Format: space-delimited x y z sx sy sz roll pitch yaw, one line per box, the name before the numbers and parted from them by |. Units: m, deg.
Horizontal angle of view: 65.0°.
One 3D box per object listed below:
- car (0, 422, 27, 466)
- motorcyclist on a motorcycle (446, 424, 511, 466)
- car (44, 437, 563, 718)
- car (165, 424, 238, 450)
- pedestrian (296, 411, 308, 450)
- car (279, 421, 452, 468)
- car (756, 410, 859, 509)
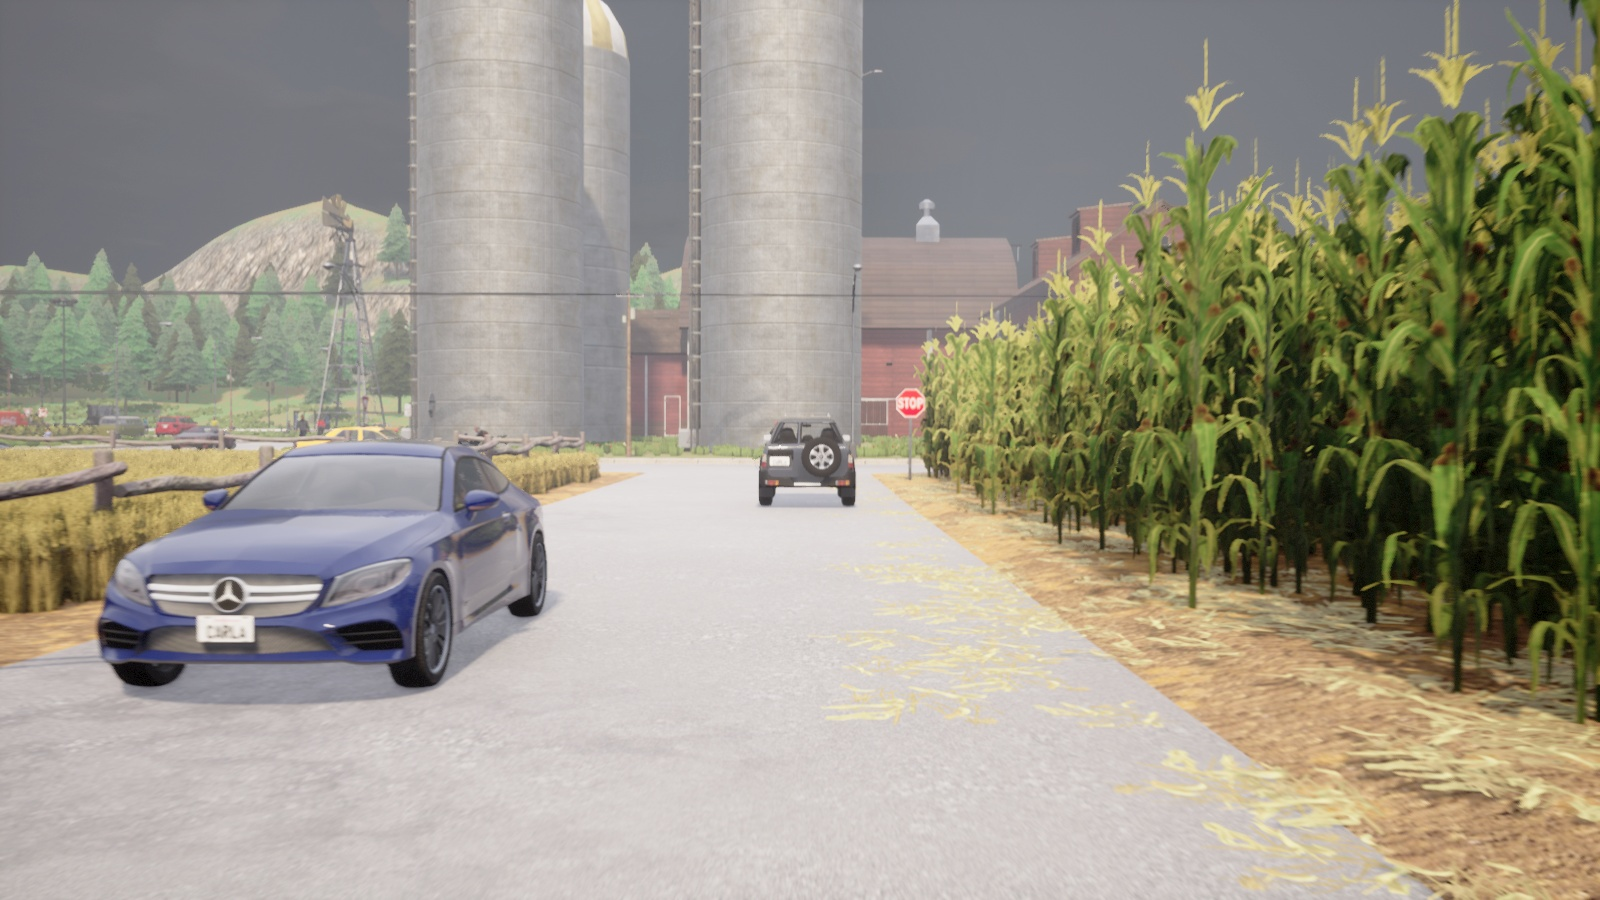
car | -29.978 -0.218 43.710 4.792 1.488 2.163 0 1 0
motorcyclist on a motorcycle | -12.054 -0.189 47.135 2.191 1.530 0.866 0 1 1
car | -3.039 0.645 8.908 1.812 1.442 4.674 0 1 0
car | -32.266 -0.719 67.835 1.994 1.385 4.181 0 1 -1
pedestrian | -24.989 -0.987 63.020 0.423 1.949 0.788 0 1 -8
car | -15.037 -0.217 43.655 5.366 1.575 1.801 0 1 0
car | 0.144 0.127 25.992 1.932 1.855 4.605 0 1 0
